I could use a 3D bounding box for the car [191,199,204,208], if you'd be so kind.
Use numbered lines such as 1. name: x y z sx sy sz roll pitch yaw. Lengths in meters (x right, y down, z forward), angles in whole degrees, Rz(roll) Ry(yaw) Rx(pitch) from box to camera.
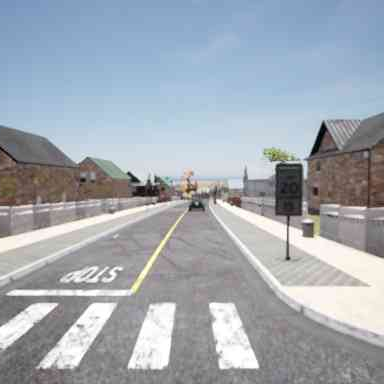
1. car: 0.984 1.818 53.911 2.033 1.411 5.357 0 0 2

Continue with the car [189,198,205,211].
1. car: 0.660 1.549 43.876 2.097 1.767 4.553 0 0 2
